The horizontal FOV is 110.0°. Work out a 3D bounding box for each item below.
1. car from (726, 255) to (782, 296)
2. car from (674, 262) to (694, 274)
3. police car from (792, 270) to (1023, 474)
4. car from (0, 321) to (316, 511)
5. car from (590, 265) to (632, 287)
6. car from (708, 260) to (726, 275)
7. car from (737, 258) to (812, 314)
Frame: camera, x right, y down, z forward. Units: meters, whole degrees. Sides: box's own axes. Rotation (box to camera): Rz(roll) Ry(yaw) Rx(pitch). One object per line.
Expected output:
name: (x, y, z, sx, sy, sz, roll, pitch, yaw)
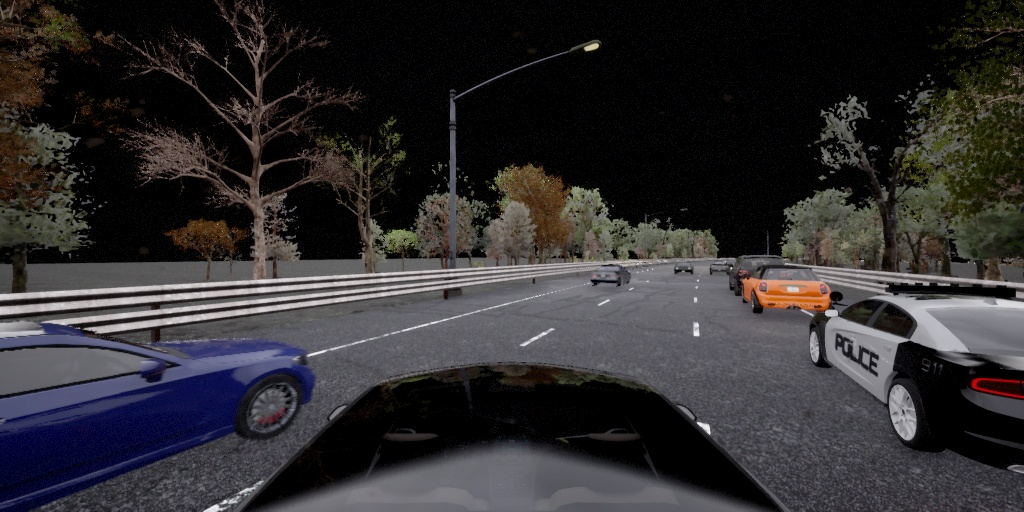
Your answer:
car: (12.774, 0.978, 18.758, 2.150, 2.045, 5.566, 0, 0, 28)
car: (19.499, 1.370, 40.501, 1.895, 1.301, 4.718, 0, 0, 29)
police car: (5.640, 1.175, 4.751, 1.930, 1.638, 5.238, 0, 0, 26)
car: (-4.099, 1.276, 2.931, 1.812, 1.442, 4.674, 0, 0, 26)
car: (6.877, 1.302, 24.599, 2.033, 1.411, 5.357, 0, 0, 28)
car: (22.696, 1.262, 39.215, 2.128, 1.511, 4.902, 0, 0, 30)
car: (10.025, 1.102, 13.443, 2.097, 1.767, 4.553, 0, 0, 27)
